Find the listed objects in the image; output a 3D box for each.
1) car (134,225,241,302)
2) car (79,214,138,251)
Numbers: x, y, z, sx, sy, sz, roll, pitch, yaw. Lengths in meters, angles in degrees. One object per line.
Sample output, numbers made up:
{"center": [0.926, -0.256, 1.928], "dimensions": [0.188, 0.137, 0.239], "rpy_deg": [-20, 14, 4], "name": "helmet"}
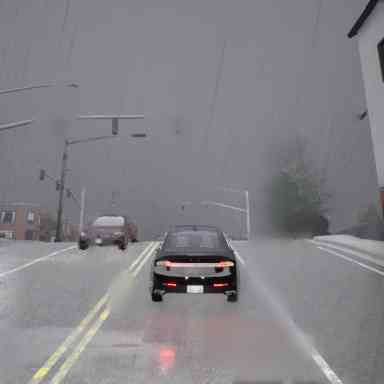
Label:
{"center": [0.072, 1.595, 8.511], "dimensions": [2.128, 1.511, 4.902], "rpy_deg": [0, -1, 0], "name": "car"}
{"center": [-3.614, 1.730, 15.162], "dimensions": [1.812, 1.442, 4.674], "rpy_deg": [0, -3, 0], "name": "car"}
